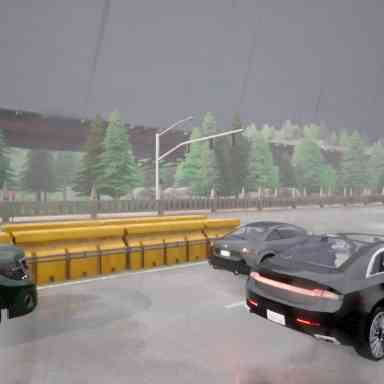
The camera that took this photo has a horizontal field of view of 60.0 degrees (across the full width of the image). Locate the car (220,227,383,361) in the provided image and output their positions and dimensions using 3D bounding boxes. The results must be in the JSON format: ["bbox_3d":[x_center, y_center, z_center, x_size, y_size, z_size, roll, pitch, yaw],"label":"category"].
[{"bbox_3d":[3.106,1.492,5.948,4.902,1.511,2.128,0,0,-36],"label":"car"}]

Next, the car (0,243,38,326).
[{"bbox_3d":[-5.130,1.221,4.393,5.566,2.045,2.150,0,0,-35],"label":"car"}]

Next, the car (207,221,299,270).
[{"bbox_3d":[2.496,1.564,9.809,4.181,1.385,1.994,0,0,-36],"label":"car"}]
